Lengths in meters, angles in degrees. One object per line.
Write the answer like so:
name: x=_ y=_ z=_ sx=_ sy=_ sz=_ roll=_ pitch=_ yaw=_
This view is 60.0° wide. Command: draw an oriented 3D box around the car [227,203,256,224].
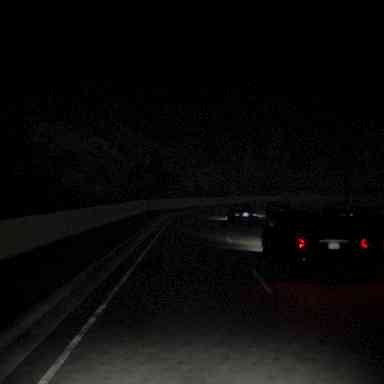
car: x=3.630 y=1.542 z=24.416 sx=2.033 sy=1.411 sz=5.357 roll=0 pitch=0 yaw=2

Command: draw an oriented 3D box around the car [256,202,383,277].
car: x=3.551 y=1.351 z=10.382 sx=2.097 sy=1.767 sz=4.553 roll=0 pitch=0 yaw=1
